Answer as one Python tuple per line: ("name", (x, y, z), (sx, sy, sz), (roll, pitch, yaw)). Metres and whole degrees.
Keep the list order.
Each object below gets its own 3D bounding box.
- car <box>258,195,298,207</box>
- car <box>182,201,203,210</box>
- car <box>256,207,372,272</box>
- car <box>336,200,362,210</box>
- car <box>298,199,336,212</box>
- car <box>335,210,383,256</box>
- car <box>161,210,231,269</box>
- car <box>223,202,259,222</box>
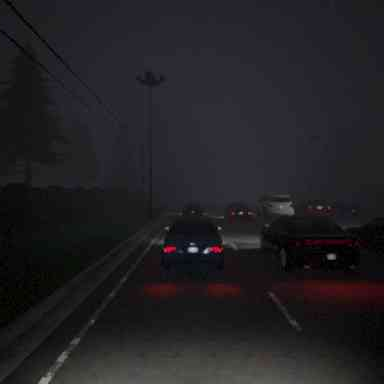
("car", (7.063, 1.230, 28.821), (2.150, 2.045, 5.566), (0, 0, 0))
("car", (0.070, 1.533, 30.873), (1.812, 1.442, 4.674), (0, 0, 0))
("car", (3.540, 1.480, 10.862), (1.882, 1.535, 5.008), (0, 0, 1))
("car", (14.073, 1.485, 31.428), (1.882, 1.535, 5.008), (0, 0, 0))
("car", (10.565, 1.358, 29.585), (2.097, 1.767, 4.553), (0, 0, 0))
("car", (7.041, 1.550, 11.189), (2.033, 1.411, 5.357), (0, 0, 0))
("car", (0.042, 1.550, 11.158), (2.033, 1.411, 5.357), (0, 0, 0))
("car", (3.540, 1.554, 26.194), (2.033, 1.411, 5.357), (0, 0, 0))
